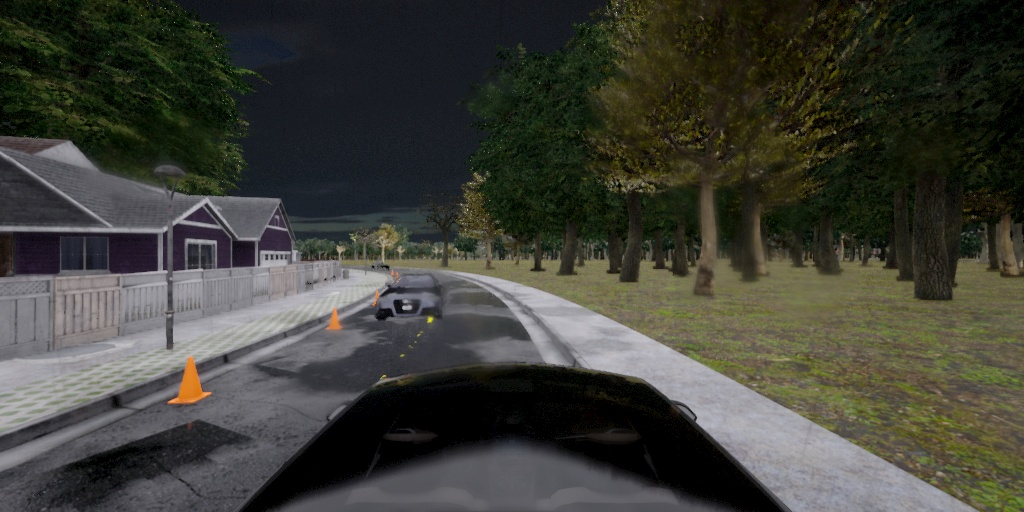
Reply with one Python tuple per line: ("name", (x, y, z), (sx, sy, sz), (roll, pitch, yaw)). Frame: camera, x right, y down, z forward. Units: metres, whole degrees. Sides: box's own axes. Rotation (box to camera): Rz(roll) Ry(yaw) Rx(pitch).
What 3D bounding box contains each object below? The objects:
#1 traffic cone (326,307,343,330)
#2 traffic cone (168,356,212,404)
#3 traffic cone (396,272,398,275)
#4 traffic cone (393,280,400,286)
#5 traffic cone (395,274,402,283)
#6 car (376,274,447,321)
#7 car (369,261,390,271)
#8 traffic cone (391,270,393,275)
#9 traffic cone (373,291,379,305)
("traffic cone", (-4.885, 1.710, 9.879), (0.340, 0.580, 0.340), (0, 0, -6))
("traffic cone", (-4.506, 1.707, 5.029), (0.340, 0.580, 0.340), (0, 0, -3))
("traffic cone", (-9.026, 1.725, 28.851), (0.340, 0.580, 0.340), (0, 0, -19))
("traffic cone", (-6.435, 1.716, 19.478), (0.340, 0.580, 0.340), (0, 0, -12))
("traffic cone", (-7.602, 1.720, 24.200), (0.340, 0.580, 0.340), (0, 0, -15))
("car", (-3.320, 1.319, 12.448), (1.994, 1.385, 4.181), (0, 0, -8))
("car", (-18.897, 1.399, 51.157), (1.895, 1.301, 4.718), (0, 0, -34))
("traffic cone", (-12.626, 1.742, 37.884), (0.340, 0.580, 0.340), (0, 0, -25))
("traffic cone", (-5.528, 1.713, 14.700), (0.340, 0.580, 0.340), (0, 0, -9))
